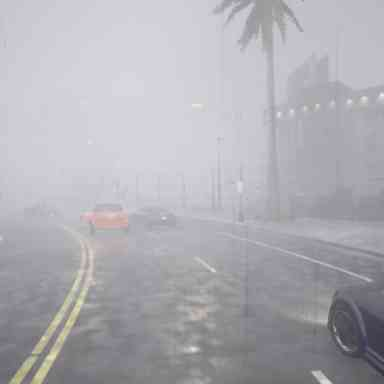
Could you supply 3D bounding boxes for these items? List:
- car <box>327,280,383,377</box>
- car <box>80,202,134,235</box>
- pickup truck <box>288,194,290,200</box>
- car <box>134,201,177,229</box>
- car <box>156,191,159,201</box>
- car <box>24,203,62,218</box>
[{"bbox_3d":[3.133,1.532,3.360,1.994,1.385,4.181,0,0,-4],"label":"car"},{"bbox_3d":[-5.214,1.363,19.406,2.097,1.767,4.553,-1,0,-26],"label":"car"},{"bbox_3d":[12.256,0.926,36.345,2.390,2.098,6.274,0,0,42],"label":"pickup truck"},{"bbox_3d":[-2.613,1.548,21.877,1.994,1.385,4.181,0,0,-28],"label":"car"},{"bbox_3d":[-7.824,1.225,55.321,4.553,1.767,2.185,0,0,42],"label":"car"},{"bbox_3d":[-13.999,1.664,30.994,1.895,1.301,4.718,-1,0,-45],"label":"car"}]
